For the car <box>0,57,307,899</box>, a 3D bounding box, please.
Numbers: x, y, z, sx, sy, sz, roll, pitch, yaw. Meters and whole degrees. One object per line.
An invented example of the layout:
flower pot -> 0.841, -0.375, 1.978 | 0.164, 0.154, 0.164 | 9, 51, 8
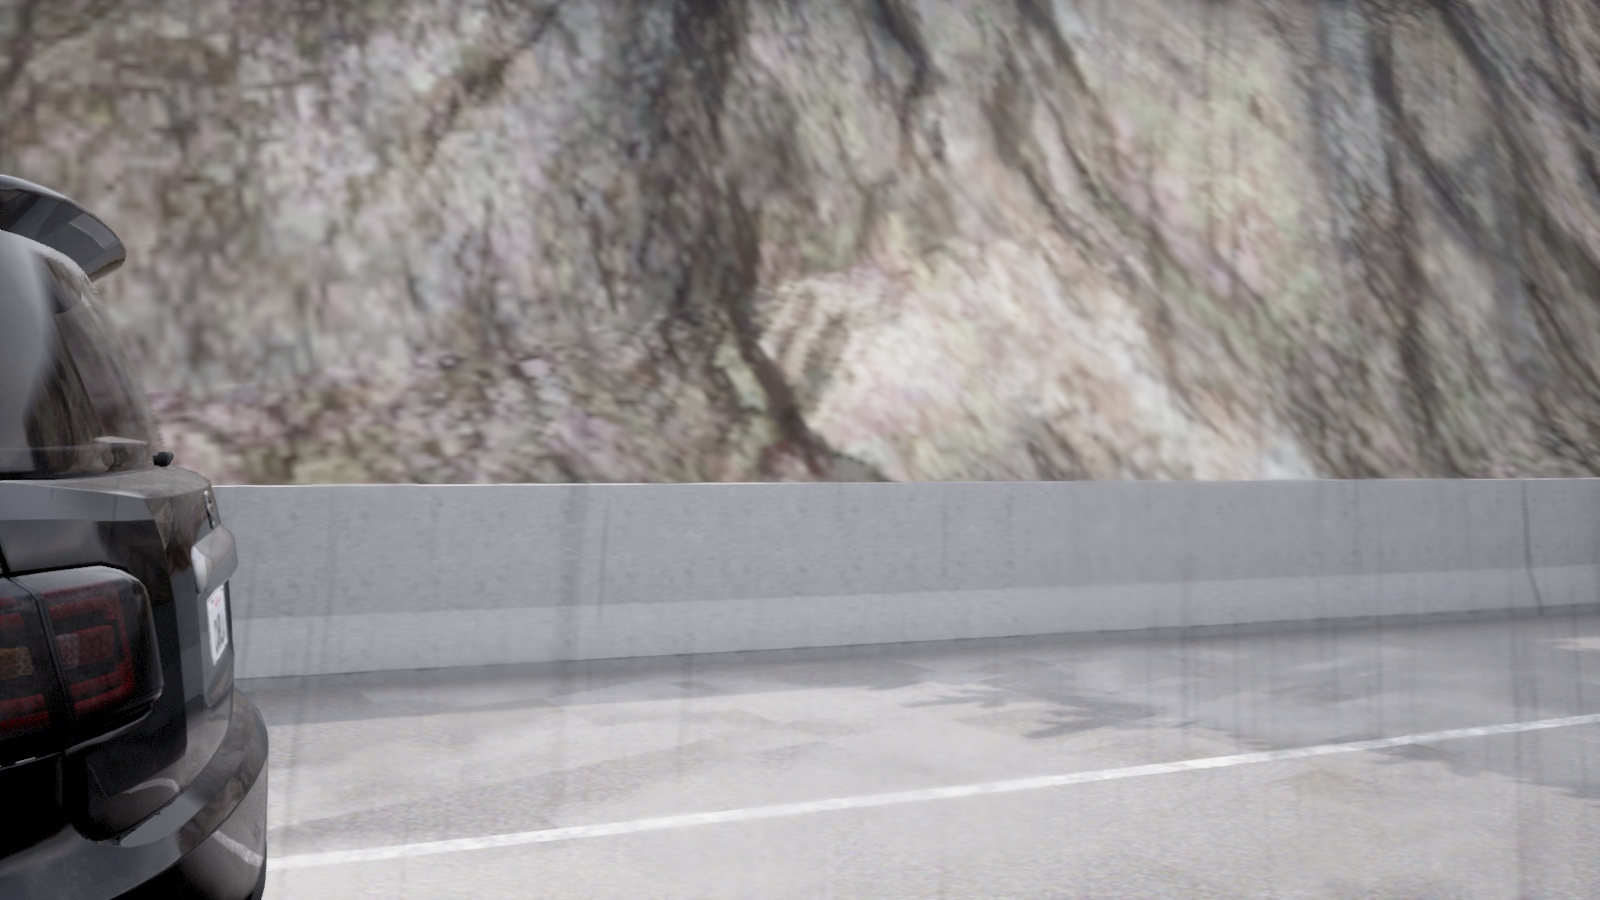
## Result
car -> -3.746, 0.535, 1.818 | 5.566, 2.045, 2.150 | -1, 1, -20
